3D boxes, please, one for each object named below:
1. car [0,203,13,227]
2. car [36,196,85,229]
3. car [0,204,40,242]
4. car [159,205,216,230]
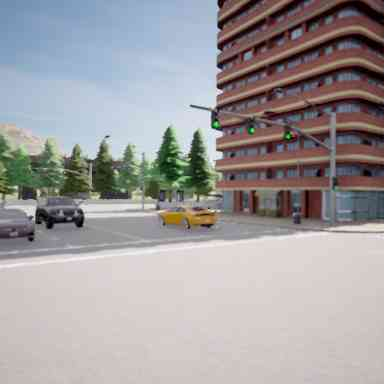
[{"bbox_3d":[-13.942,1.549,23.446,1.812,1.442,4.674,1,0,-35],"label":"car"},{"bbox_3d":[-9.057,1.286,22.570,2.150,2.045,5.566,1,0,-35],"label":"car"},{"bbox_3d":[-8.900,1.548,16.178,1.812,1.442,4.674,1,0,-34],"label":"car"},{"bbox_3d":[-0.448,1.635,22.631,1.882,1.535,5.008,1,-1,-35],"label":"car"}]
